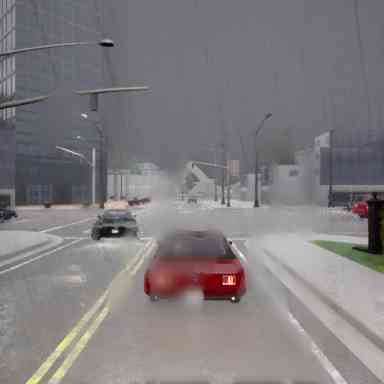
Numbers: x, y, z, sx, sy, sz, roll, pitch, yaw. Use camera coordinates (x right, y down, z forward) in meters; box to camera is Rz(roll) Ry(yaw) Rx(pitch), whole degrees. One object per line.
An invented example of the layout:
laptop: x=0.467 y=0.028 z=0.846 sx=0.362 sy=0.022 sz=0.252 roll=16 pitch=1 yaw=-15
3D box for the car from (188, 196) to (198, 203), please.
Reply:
car: x=0.143 y=1.545 z=71.168 sx=2.033 sy=1.411 sz=5.357 roll=0 pitch=0 yaw=4

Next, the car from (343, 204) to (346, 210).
car: x=19.380 y=1.520 z=37.573 sx=4.181 sy=1.385 sz=1.994 roll=0 pitch=0 yaw=-1

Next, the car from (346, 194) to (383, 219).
car: x=15.895 y=1.204 z=26.842 sx=5.566 sy=2.045 sz=2.150 roll=0 pitch=0 yaw=0

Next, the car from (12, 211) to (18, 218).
car: x=-16.974 y=1.661 z=26.583 sx=5.357 sy=1.411 sz=2.033 roll=-1 pitch=0 yaw=0

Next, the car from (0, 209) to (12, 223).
car: x=-15.556 y=1.450 z=23.091 sx=4.553 sy=1.767 sz=2.097 roll=-1 pitch=0 yaw=0

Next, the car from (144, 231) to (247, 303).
car: x=0.072 y=1.601 z=8.177 sx=1.895 sy=1.301 sz=4.718 roll=0 pitch=0 yaw=0

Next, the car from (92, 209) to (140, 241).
car: x=-3.706 y=1.572 z=16.679 sx=1.994 sy=1.385 sz=4.181 roll=0 pitch=-1 yaw=-10
